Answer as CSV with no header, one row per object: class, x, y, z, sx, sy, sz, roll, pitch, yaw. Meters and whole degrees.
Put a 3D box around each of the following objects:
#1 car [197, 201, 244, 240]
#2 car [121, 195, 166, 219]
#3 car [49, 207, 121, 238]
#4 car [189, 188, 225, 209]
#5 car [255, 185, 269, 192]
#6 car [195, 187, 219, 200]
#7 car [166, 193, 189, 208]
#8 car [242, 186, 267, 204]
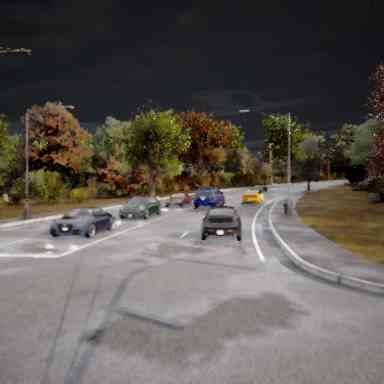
car,1.569,1.445,16.749,1.837,1.490,4.892,0,1,8
car,-3.955,1.069,26.028,2.097,1.767,4.553,0,2,13
car,-5.581,1.495,17.380,1.994,1.385,4.181,0,1,9
car,1.811,0.575,33.539,2.150,2.045,5.566,0,3,17
car,11.452,-0.571,56.110,1.994,1.385,4.181,0,4,29
car,2.122,0.217,45.321,1.812,1.442,4.674,0,3,20
car,-1.364,0.811,35.726,1.812,1.442,4.674,0,3,16
car,6.993,0.497,37.923,1.882,1.535,5.008,0,4,20
